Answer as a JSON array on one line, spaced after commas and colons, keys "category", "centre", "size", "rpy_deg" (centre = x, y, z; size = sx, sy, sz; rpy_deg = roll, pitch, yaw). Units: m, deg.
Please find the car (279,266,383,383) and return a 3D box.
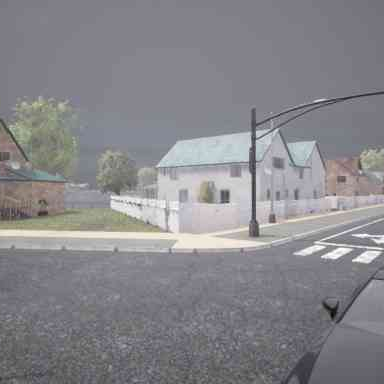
[{"category": "car", "centre": [2.504, 1.524, 3.356], "size": [1.812, 1.442, 4.674], "rpy_deg": [0, 0, 41]}]
